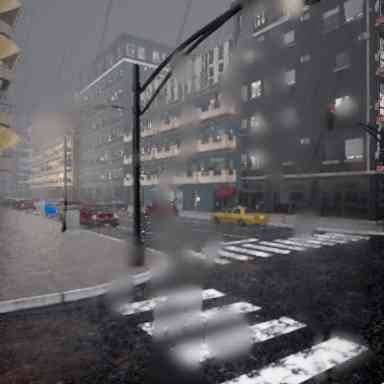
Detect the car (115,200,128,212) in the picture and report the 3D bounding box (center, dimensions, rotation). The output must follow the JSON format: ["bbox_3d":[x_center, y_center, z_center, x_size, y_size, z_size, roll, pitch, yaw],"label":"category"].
[{"bbox_3d":[-9.503,1.736,41.738,2.008,1.369,4.403,-1,0,-36],"label":"car"}]

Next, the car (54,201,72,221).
[{"bbox_3d":[-9.780,1.727,27.723,1.752,1.417,4.829,-1,0,-36],"label":"car"}]

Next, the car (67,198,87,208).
[{"bbox_3d":[-19.163,1.796,55.241,1.947,1.339,4.313,-1,0,-36],"label":"car"}]

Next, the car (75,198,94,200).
[{"bbox_3d":[-12.493,1.744,36.142,1.812,1.442,4.674,0,0,-36],"label":"car"}]

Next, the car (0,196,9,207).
[{"bbox_3d":[-32.419,1.853,59.368,1.887,1.381,4.507,-1,0,-36],"label":"car"}]

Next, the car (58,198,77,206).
[{"bbox_3d":[-22.384,1.797,59.742,2.008,1.369,4.403,-1,0,-36],"label":"car"}]

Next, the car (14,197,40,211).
[{"bbox_3d":[-22.760,1.700,45.864,1.967,1.590,4.097,-1,0,-36],"label":"car"}]

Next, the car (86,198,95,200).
[{"bbox_3d":[-15.944,1.655,50.740,1.967,1.590,4.097,-1,0,-36],"label":"car"}]

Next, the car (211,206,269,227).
[{"bbox_3d":[3.279,1.655,23.873,1.752,1.417,4.829,-1,0,-36],"label":"car"}]

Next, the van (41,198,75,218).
[{"bbox_3d":[-13.100,1.557,32.361,1.690,1.788,3.998,-1,0,-36],"label":"van"}]

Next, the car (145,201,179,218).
[{"bbox_3d":[-3.063,1.596,32.736,1.967,1.590,4.097,-1,0,-36],"label":"car"}]

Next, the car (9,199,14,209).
[{"bbox_3d":[-25.979,1.841,50.365,1.947,1.339,4.313,-1,0,-36],"label":"car"}]

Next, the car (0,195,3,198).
[{"bbox_3d":[-42.082,1.675,72.870,2.192,1.841,5.009,-1,0,-36],"label":"car"}]

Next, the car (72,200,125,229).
[{"bbox_3d":[-6.659,1.628,23.360,1.967,1.590,4.097,-1,0,-36],"label":"car"}]
